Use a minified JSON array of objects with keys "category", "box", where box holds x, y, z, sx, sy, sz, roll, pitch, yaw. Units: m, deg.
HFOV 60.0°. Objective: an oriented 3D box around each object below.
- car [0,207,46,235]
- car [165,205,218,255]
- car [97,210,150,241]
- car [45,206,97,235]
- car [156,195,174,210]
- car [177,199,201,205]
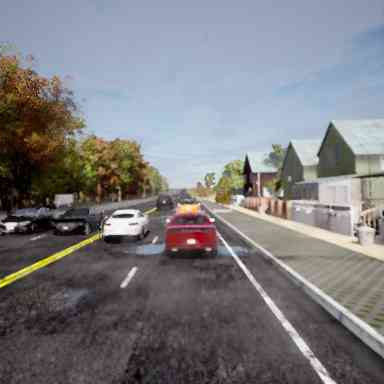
[{"category":"car","box":[-10.075,1.739,20.853,2.128,1.511,4.902,-1,0,-1]},{"category":"car","box":[-0.049,1.526,13.672,1.882,1.535,5.008,-1,0,-1]},{"category":"car","box":[-3.343,1.645,17.513,1.812,1.442,4.674,-1,0,-1]},{"category":"car","box":[-6.819,1.667,20.339,1.882,1.535,5.008,-1,0,-1]},{"category":"car","box":[-3.712,1.436,46.486,2.150,2.045,5.566,-1,0,-1]},{"category":"car","box":[-0.271,1.463,30.984,2.097,1.767,4.553,-1,0,-1]}]
